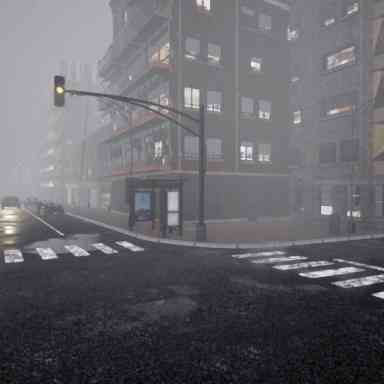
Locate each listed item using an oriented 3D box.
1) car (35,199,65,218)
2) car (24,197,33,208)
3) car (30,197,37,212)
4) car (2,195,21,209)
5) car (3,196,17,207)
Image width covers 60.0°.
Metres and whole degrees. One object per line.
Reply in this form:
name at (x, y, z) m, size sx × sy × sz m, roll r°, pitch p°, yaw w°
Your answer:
car at (-12.475, 1.547, 29.658) m, size 2.008 × 1.369 × 4.403 m, roll 0°, pitch 0°, yaw -30°
car at (-23.758, 1.435, 49.188) m, size 1.967 × 1.590 × 4.097 m, roll 0°, pitch 0°, yaw -30°
car at (-15.295, 1.541, 34.540) m, size 1.887 × 1.381 × 4.507 m, roll 0°, pitch 0°, yaw -30°
car at (-24.432, 1.348, 45.018) m, size 2.097 × 1.767 × 4.553 m, roll 0°, pitch 0°, yaw -30°
car at (-29.336, 1.472, 53.477) m, size 1.882 × 1.535 × 5.008 m, roll 0°, pitch 0°, yaw -30°
